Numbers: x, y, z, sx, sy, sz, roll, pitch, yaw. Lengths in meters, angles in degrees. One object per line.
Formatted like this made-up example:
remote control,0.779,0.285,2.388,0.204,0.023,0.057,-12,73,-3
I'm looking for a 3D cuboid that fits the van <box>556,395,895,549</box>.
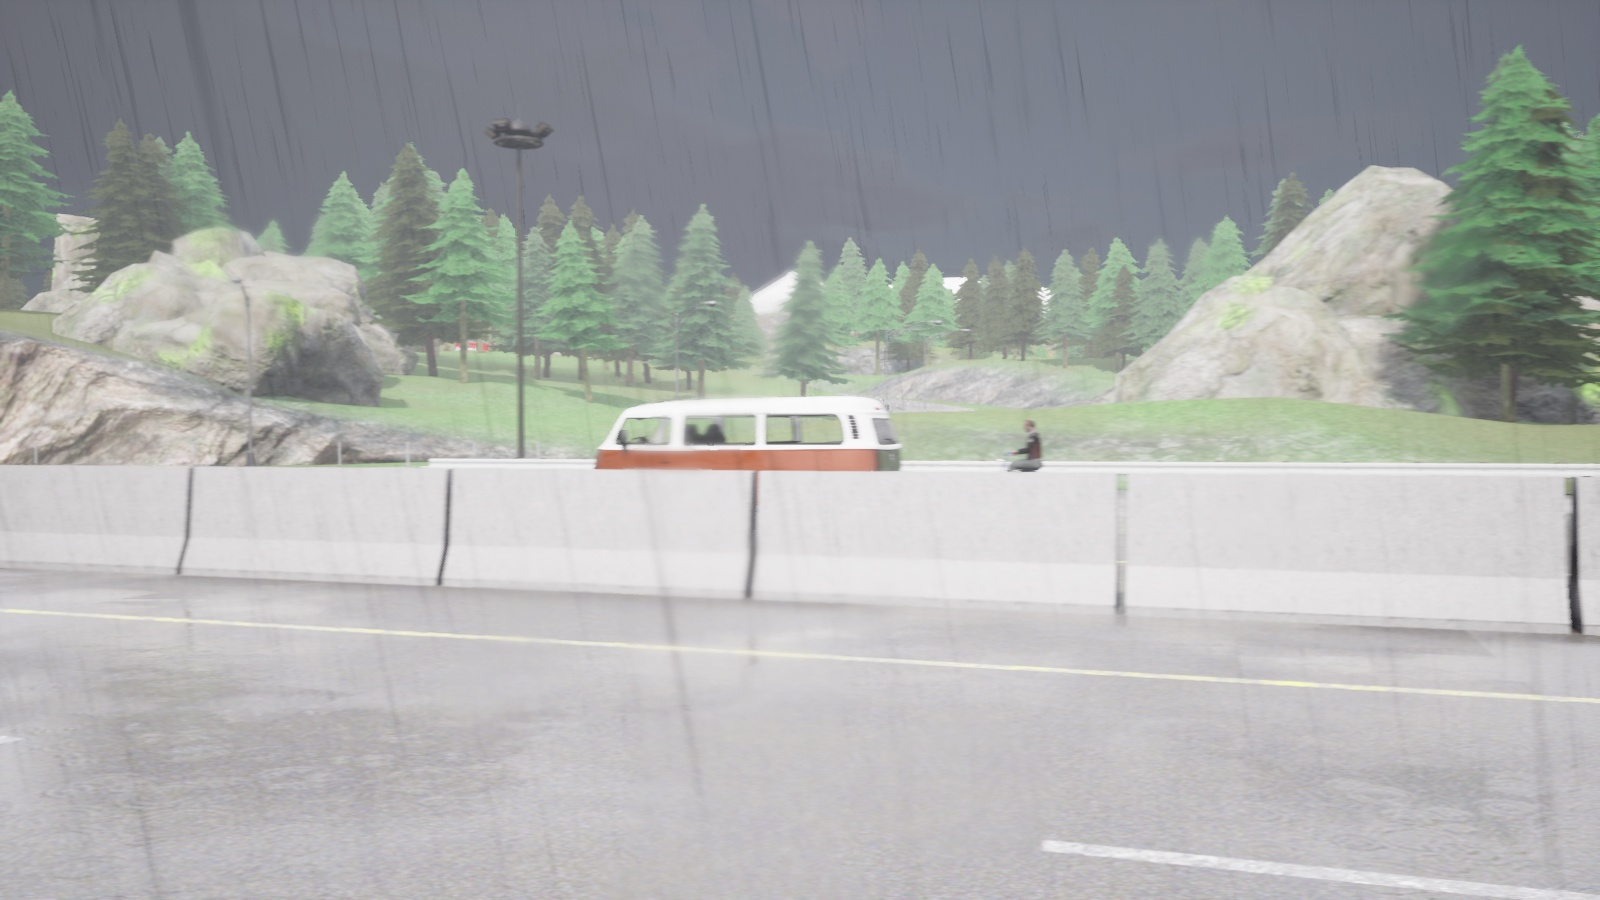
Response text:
van,-1.047,0.253,18.311,4.480,2.038,2.069,1,1,19
